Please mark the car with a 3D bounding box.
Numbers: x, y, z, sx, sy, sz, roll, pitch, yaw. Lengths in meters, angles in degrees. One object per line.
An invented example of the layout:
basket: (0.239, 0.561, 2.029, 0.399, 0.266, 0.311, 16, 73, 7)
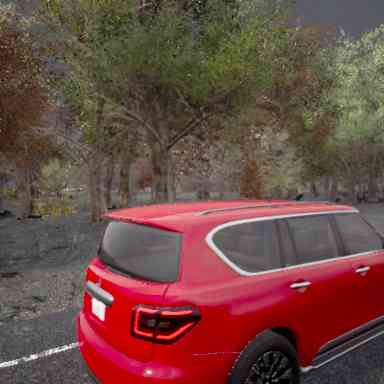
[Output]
car: (1.302, 1.121, 4.675, 5.566, 2.045, 2.150, -2, 1, -35)
